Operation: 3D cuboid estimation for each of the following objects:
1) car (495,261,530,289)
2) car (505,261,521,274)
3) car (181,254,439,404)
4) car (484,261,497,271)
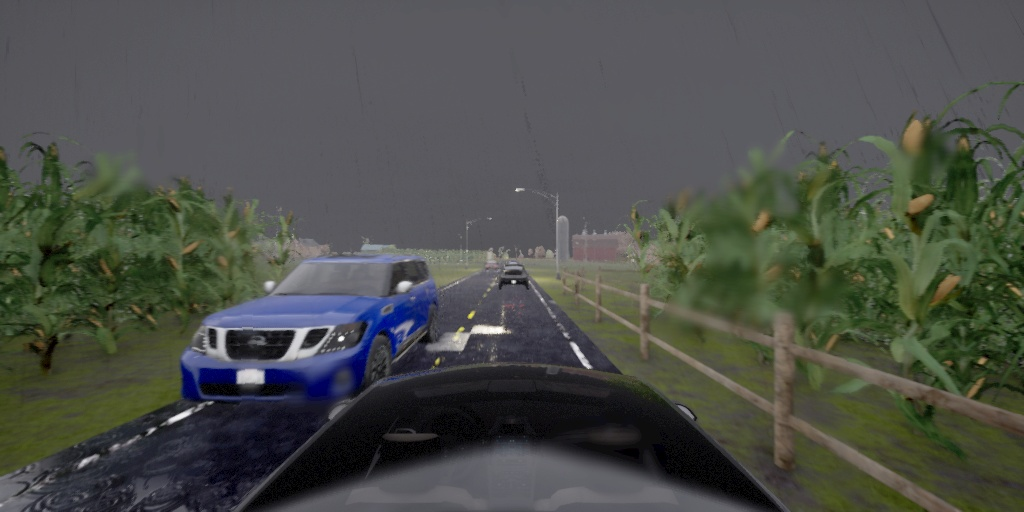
[{"bbox_3d":[0.102,1.259,23.230,1.837,1.490,4.892,0,0,0],"label":"car"},{"bbox_3d":[0.104,1.299,43.495,1.812,1.442,4.674,0,0,0],"label":"car"},{"bbox_3d":[-2.851,0.971,6.677,2.150,2.045,5.566,0,0,0],"label":"car"},{"bbox_3d":[-2.813,1.348,50.529,1.994,1.385,4.181,0,0,0],"label":"car"}]
